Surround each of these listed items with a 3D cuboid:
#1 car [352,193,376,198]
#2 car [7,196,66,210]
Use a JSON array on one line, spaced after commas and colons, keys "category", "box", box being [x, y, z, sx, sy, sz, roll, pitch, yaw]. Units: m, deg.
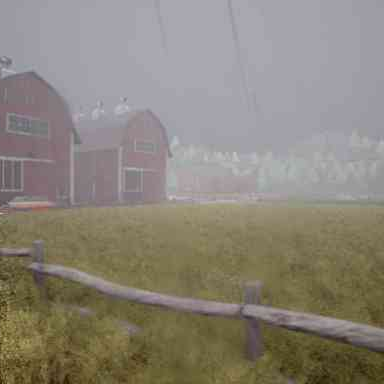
[{"category": "car", "box": [42.359, 1.189, 82.489, 4.605, 1.855, 1.932, 1, 0, 35]}, {"category": "car", "box": [-12.736, 1.098, 27.631, 2.097, 1.767, 4.553, 1, 0, 30]}]
